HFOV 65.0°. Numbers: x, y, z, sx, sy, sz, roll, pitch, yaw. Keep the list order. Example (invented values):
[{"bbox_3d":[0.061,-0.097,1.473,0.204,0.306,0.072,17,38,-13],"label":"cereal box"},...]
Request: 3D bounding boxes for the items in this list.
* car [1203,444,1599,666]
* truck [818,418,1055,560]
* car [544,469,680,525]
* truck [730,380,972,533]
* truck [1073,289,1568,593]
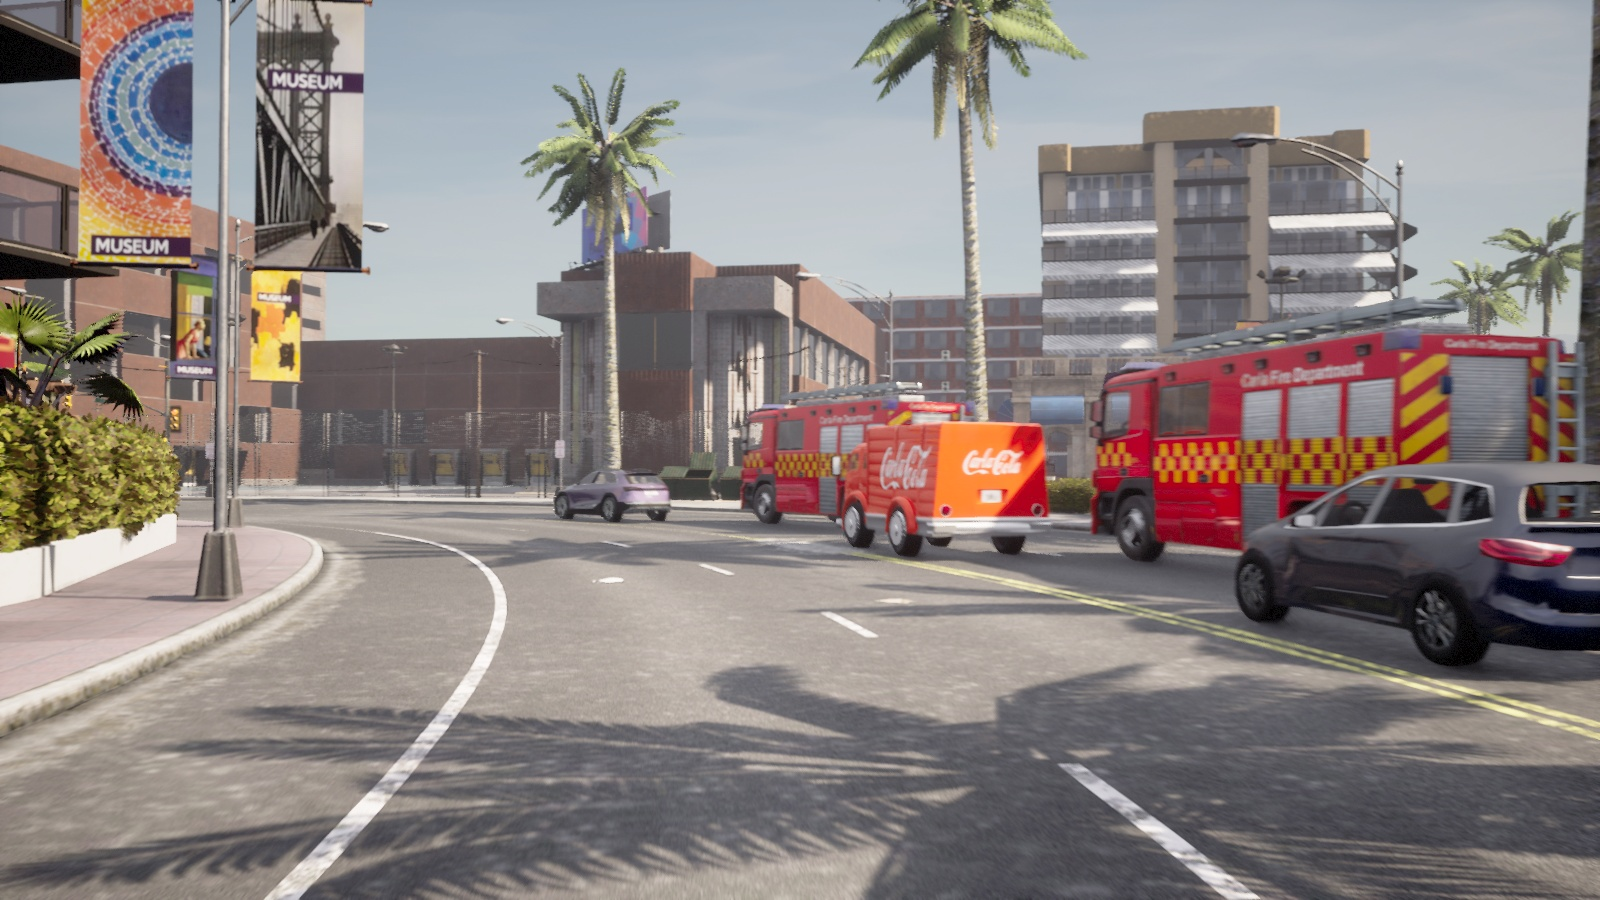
[{"bbox_3d":[5.958,0.830,11.899,2.242,1.667,4.611,0,-1,-9],"label":"car"},{"bbox_3d":[2.498,0.731,24.789,2.627,2.467,5.204,0,-1,-20],"label":"truck"},{"bbox_3d":[-5.977,1.434,39.446,2.033,1.649,4.856,1,-1,-39],"label":"car"},{"bbox_3d":[1.159,0.243,35.718,2.891,3.827,8.468,0,-1,-29],"label":"truck"},{"bbox_3d":[7.657,-0.047,20.275,2.891,3.827,8.468,0,-1,-14],"label":"truck"}]
